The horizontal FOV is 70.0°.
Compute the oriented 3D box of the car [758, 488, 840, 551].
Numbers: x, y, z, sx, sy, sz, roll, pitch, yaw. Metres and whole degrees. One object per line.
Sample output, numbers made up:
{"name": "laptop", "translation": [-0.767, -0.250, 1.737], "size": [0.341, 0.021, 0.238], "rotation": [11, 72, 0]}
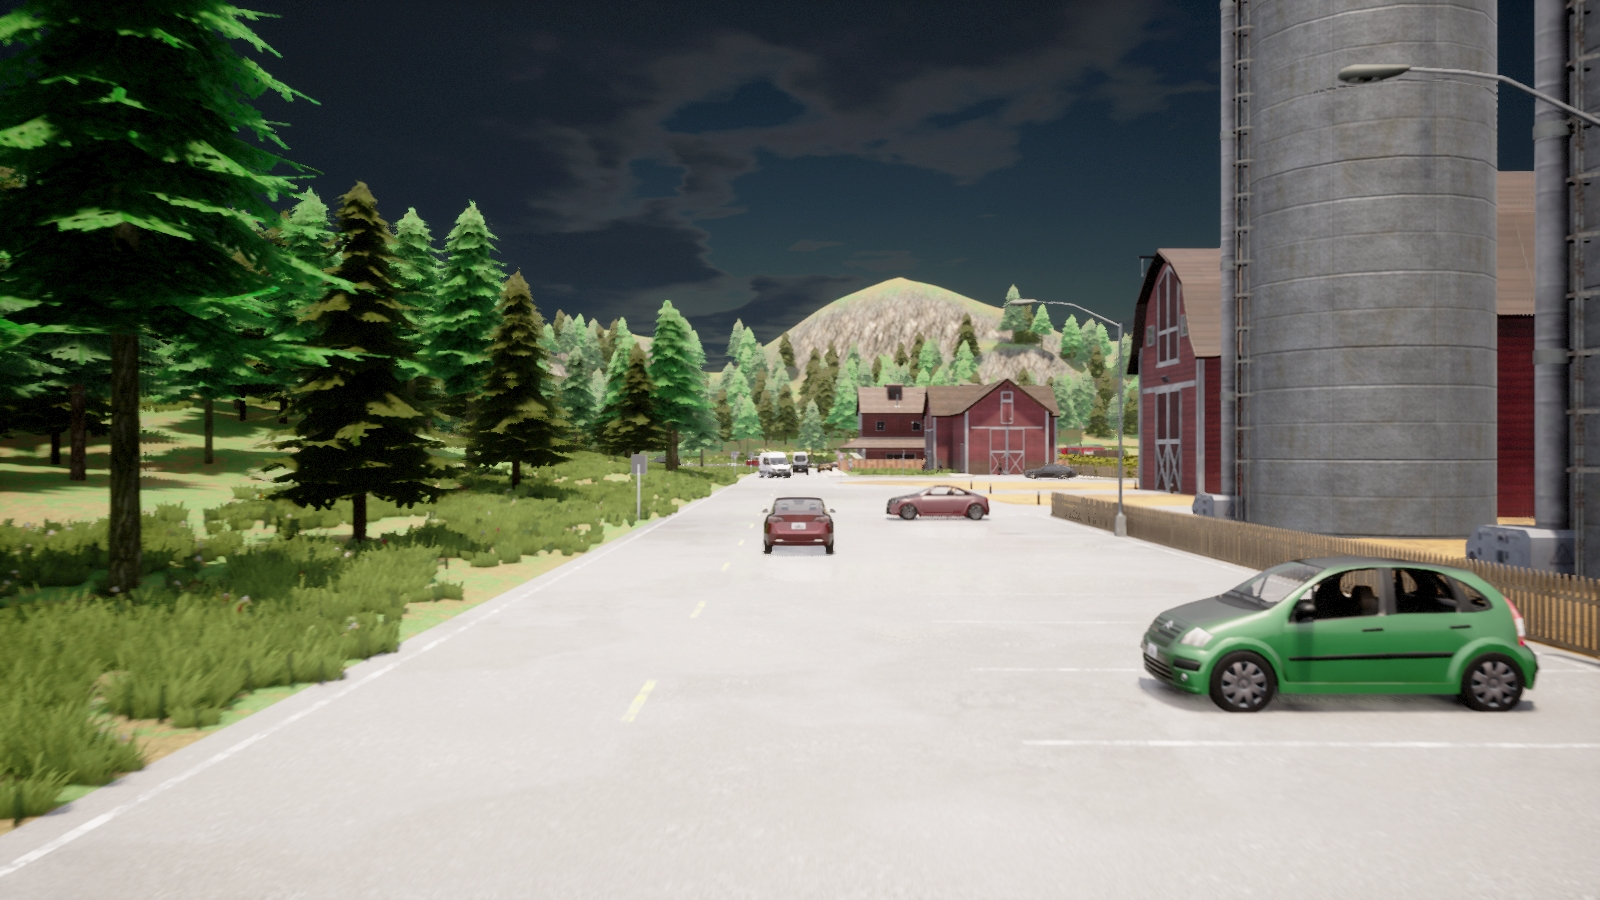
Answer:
{"name": "car", "translation": [-0.033, 1.923, 32.656], "size": [2.163, 1.488, 4.792], "rotation": [0, 0, 0]}
